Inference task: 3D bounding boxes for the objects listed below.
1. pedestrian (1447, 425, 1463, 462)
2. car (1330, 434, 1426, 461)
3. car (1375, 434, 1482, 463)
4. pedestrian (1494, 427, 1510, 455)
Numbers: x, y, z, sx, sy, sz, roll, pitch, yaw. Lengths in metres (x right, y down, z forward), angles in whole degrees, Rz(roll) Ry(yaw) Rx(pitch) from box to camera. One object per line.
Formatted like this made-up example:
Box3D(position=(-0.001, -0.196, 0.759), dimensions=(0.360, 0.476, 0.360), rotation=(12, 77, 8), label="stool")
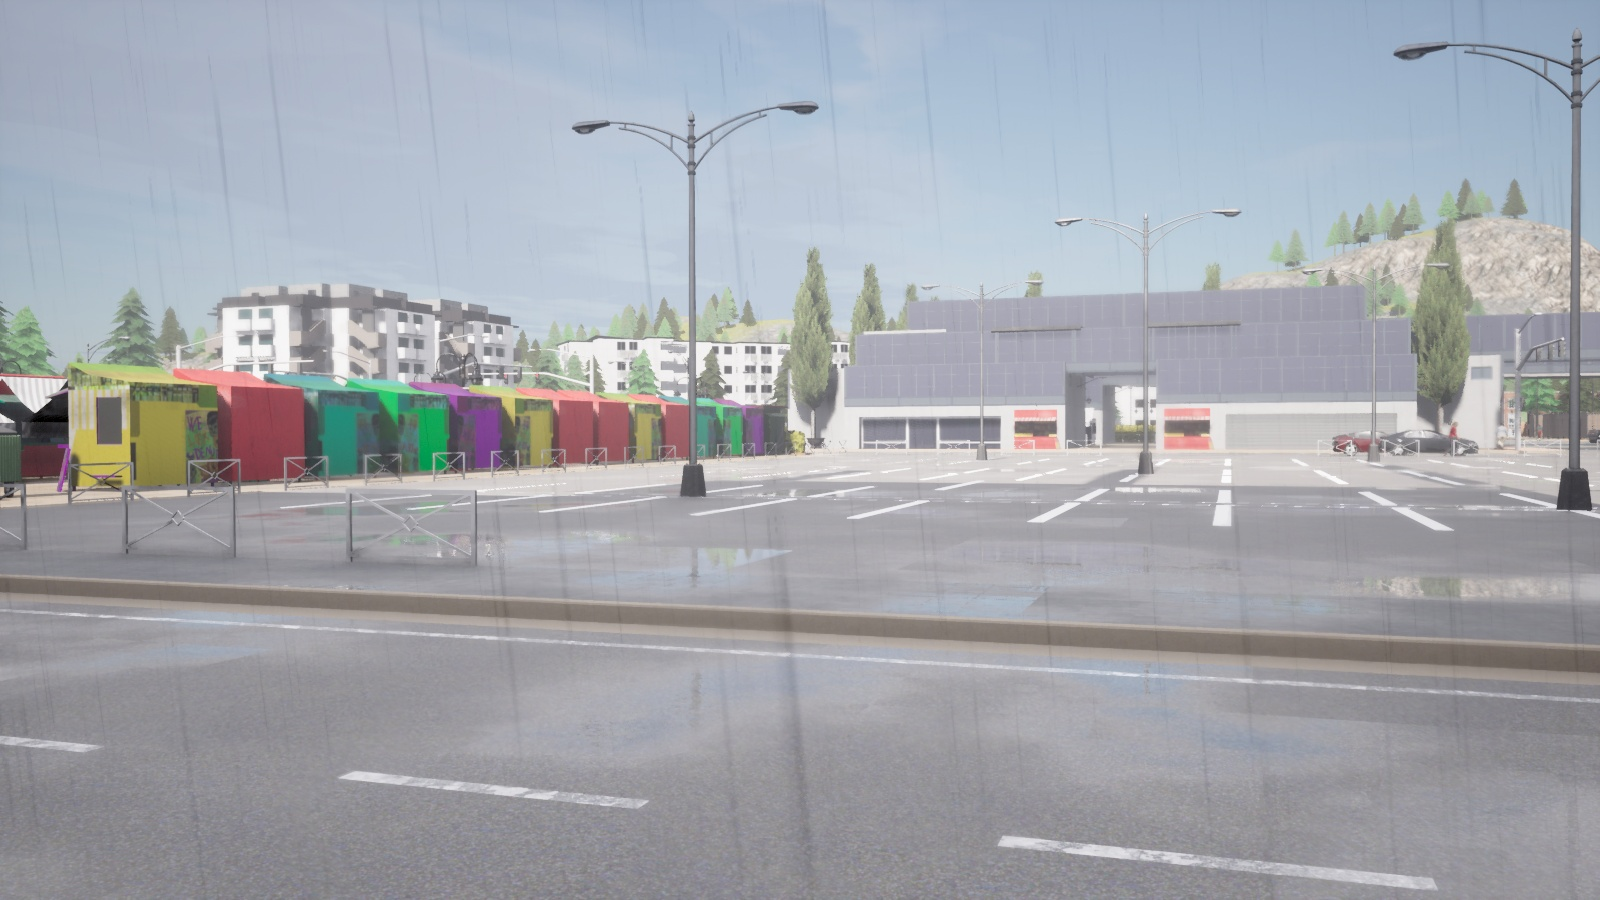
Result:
Box3D(position=(32.883, -0.346, 63.071), dimensions=(0.636, 1.846, 0.331), rotation=(1, 1, 19), label="pedestrian")
Box3D(position=(32.991, -0.145, 71.838), dimensions=(4.792, 1.488, 2.163), rotation=(1, 1, 20), label="car")
Box3D(position=(33.860, -0.120, 67.801), dimensions=(4.902, 1.511, 2.128), rotation=(1, 1, 20), label="car")
Box3D(position=(45.484, -0.591, 81.356), dimensions=(0.874, 1.855, 0.900), rotation=(1, 1, 31), label="pedestrian")
